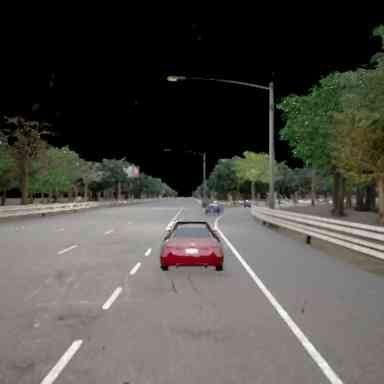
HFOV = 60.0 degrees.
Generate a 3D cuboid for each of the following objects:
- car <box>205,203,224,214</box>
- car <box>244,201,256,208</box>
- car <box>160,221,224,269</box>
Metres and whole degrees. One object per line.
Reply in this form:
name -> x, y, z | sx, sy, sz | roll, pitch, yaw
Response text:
car -> 2.992, 2.095, 43.345 | 1.812, 1.442, 4.674 | 0, -1, 14
car -> 11.782, 2.423, 64.547 | 1.895, 1.301, 4.718 | 0, -1, 31
car -> -0.004, 1.719, 11.676 | 1.994, 1.385, 4.181 | 0, -1, 0
